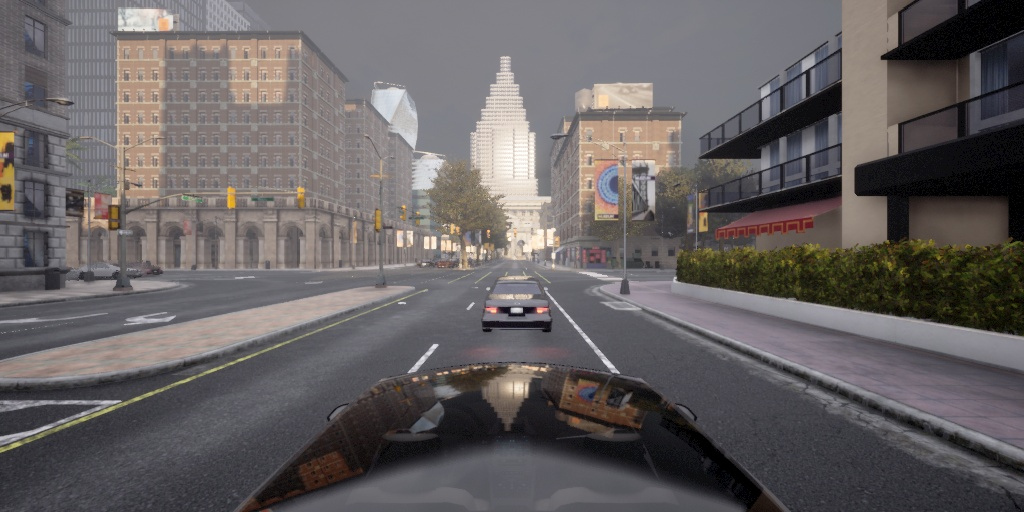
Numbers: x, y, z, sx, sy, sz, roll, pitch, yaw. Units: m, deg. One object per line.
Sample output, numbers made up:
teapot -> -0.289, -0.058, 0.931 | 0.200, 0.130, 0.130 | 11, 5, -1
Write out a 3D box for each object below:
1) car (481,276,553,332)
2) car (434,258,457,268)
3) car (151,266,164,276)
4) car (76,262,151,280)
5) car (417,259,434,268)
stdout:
car -> 0.148, 1.297, 10.776 | 2.033, 1.411, 5.357 | 0, 0, 1
car -> -11.037, 1.102, 59.708 | 2.097, 1.767, 4.553 | 0, 0, 1
car -> -36.401, 1.314, 34.612 | 4.181, 1.385, 1.994 | 0, 0, 0
car -> -34.825, 1.276, 31.105 | 4.674, 1.442, 1.812 | 0, 0, 0
car -> -14.506, 1.241, 61.595 | 2.128, 1.511, 4.902 | 0, 0, 1
